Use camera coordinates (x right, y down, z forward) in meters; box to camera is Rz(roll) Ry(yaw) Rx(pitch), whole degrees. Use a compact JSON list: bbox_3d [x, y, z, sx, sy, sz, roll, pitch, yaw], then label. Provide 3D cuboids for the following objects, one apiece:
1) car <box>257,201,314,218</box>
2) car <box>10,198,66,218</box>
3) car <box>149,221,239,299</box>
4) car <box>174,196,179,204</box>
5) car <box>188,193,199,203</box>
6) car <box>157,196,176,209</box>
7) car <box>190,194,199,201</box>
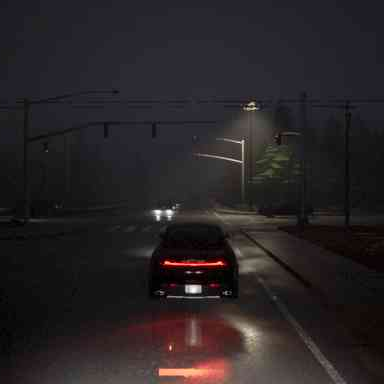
[{"bbox_3d":[8.312,1.518,29.690,4.902,1.511,2.128,0,0,1],"label":"car"},{"bbox_3d":[-13.933,1.379,30.091,4.553,1.767,2.097,0,0,1],"label":"car"},{"bbox_3d":[0.047,1.501,8.439,1.837,1.490,4.892,0,0,1],"label":"car"},{"bbox_3d":[-3.576,1.477,54.125,1.882,1.535,5.008,0,0,0],"label":"car"},{"bbox_3d":[0.296,1.224,70.472,2.150,2.045,5.566,0,0,2],"label":"car"},{"bbox_3d":[-3.599,1.601,44.843,1.895,1.301,4.718,0,0,0],"label":"car"},{"bbox_3d":[0.567,1.355,80.865,2.097,1.767,4.553,0,0,2],"label":"car"}]
